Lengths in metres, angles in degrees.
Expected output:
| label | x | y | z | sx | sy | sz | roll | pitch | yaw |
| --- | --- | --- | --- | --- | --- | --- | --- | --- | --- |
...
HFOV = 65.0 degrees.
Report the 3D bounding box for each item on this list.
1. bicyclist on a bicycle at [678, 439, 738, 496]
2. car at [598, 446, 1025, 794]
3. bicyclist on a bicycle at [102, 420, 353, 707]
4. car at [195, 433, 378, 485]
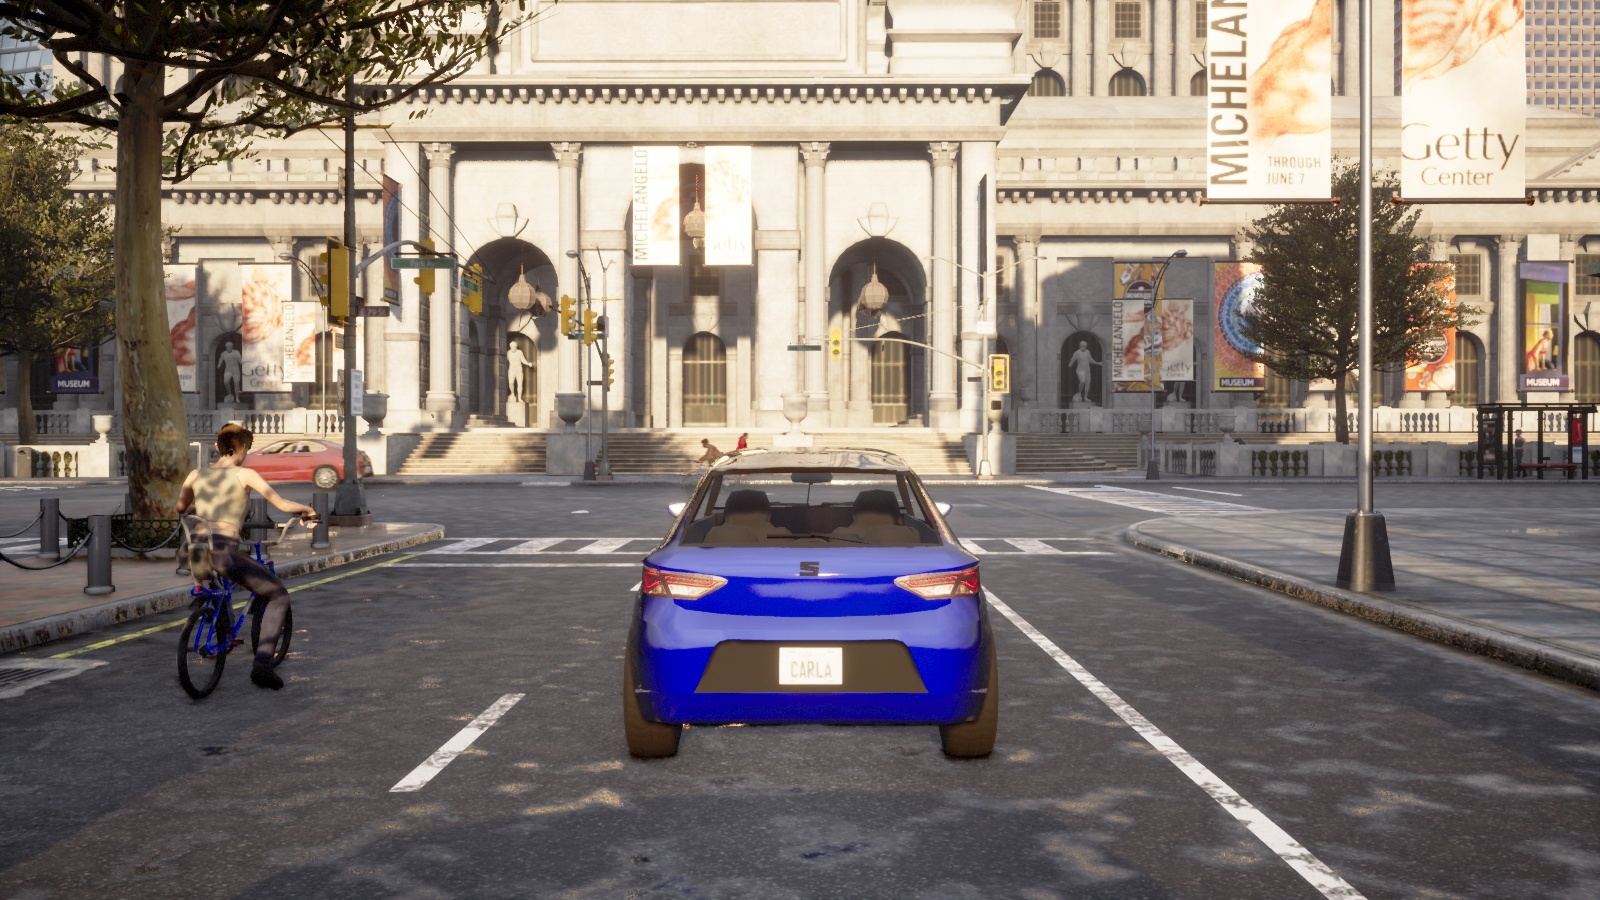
| label | x | y | z | sx | sy | sz | roll | pitch | yaw |
| --- | --- | --- | --- | --- | --- | --- | --- | --- | --- |
| bicyclist on a bicycle | -2.673 | 0.492 | 36.364 | 1.656 | 1.620 | 0.582 | 0 | 1 | -13 |
| car | 0.057 | 0.718 | 7.451 | 1.816 | 1.474 | 4.193 | 0 | 0 | 0 |
| bicyclist on a bicycle | -3.492 | 0.636 | 7.820 | 0.866 | 1.612 | 1.509 | 0 | 0 | 0 |
| car | -16.541 | 0.282 | 40.634 | 5.027 | 1.651 | 2.152 | 0 | 0 | 1 |
